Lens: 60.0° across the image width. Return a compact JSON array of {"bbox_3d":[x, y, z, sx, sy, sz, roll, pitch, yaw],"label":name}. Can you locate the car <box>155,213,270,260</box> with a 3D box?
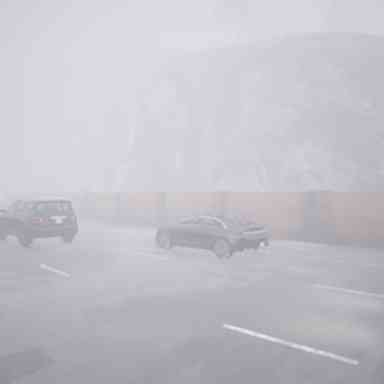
[{"bbox_3d":[0.600,1.579,12.966,4.902,1.511,2.128,0,0,42],"label":"car"}]

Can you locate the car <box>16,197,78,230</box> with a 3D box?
[{"bbox_3d":[-10.396,1.392,23.595,5.566,2.045,2.150,0,0,44],"label":"car"}]

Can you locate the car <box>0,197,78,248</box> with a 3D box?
[{"bbox_3d":[-7.515,1.336,15.852,5.566,2.045,2.150,0,-1,44],"label":"car"}]
